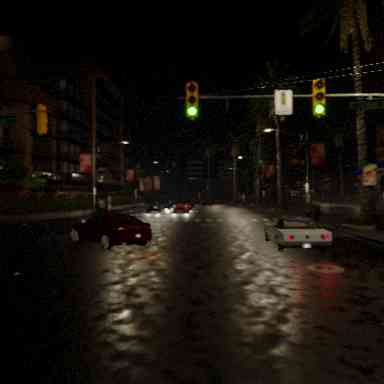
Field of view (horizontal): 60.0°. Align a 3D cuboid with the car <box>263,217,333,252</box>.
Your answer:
[{"bbox_3d":[4.357,1.726,14.535,1.895,1.301,4.718,-1,-1,3],"label":"car"}]

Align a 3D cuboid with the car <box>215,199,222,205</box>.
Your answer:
[{"bbox_3d":[5.982,2.387,80.783,1.812,1.442,4.674,0,-1,-9],"label":"car"}]

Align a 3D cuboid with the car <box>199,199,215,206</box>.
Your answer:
[{"bbox_3d":[3.187,2.335,71.353,1.994,1.385,4.181,-1,-1,-1],"label":"car"}]

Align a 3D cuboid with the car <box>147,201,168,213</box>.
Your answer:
[{"bbox_3d":[-4.874,2.106,44.993,2.033,1.411,5.357,-1,-1,3],"label":"car"}]

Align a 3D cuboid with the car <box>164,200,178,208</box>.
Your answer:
[{"bbox_3d":[-3.988,2.265,64.584,2.128,1.511,4.902,-1,-1,3],"label":"car"}]

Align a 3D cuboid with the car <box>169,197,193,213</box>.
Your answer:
[{"bbox_3d":[-1.393,1.873,44.542,2.097,1.767,4.553,-1,-1,3],"label":"car"}]

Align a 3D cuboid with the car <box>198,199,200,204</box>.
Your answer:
[{"bbox_3d":[2.401,2.426,81.186,2.128,1.511,4.902,0,-1,-9],"label":"car"}]

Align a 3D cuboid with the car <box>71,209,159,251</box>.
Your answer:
[{"bbox_3d":[-3.900,1.693,15.539,1.882,1.535,5.008,1,-2,-43],"label":"car"}]
